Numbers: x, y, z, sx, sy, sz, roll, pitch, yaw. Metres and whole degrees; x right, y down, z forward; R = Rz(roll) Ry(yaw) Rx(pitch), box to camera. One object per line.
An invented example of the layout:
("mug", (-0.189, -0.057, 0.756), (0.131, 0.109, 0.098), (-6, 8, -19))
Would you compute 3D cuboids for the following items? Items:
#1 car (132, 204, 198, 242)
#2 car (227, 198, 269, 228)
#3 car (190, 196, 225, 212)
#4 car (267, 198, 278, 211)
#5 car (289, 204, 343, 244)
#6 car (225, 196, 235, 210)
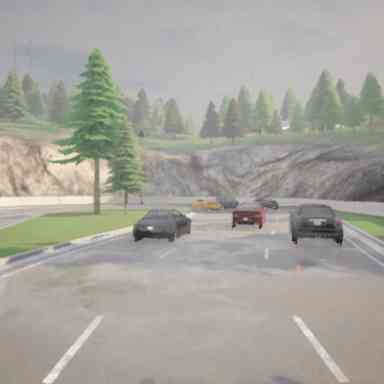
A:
("car", (-1.307, 1.534, 16.373), (1.994, 1.385, 4.181), (0, 0, 14))
("car", (3.848, 1.442, 22.106), (1.882, 1.535, 5.008), (0, 0, 16))
("car", (1.375, 1.412, 37.975), (1.882, 1.535, 5.008), (1, 0, -25))
("car", (8.290, 1.441, 39.467), (1.837, 1.490, 4.892), (1, -1, -21))
("car", (5.797, 1.328, 15.983), (2.097, 1.767, 4.553), (0, 0, 15))
("car", (3.665, 1.283, 40.687), (2.097, 1.767, 4.553), (0, 0, -31))
